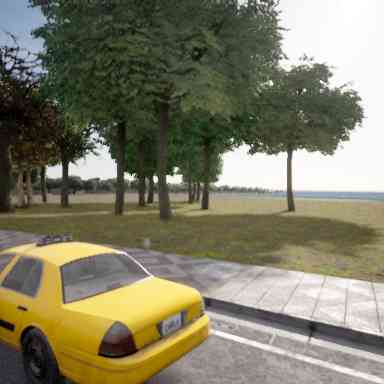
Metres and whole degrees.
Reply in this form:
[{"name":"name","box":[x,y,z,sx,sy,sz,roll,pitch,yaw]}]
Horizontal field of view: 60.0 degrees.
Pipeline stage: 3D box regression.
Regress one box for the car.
[{"name":"car","box":[-2.309,1.439,5.210,5.366,1.575,1.801,0,0,36]}]
